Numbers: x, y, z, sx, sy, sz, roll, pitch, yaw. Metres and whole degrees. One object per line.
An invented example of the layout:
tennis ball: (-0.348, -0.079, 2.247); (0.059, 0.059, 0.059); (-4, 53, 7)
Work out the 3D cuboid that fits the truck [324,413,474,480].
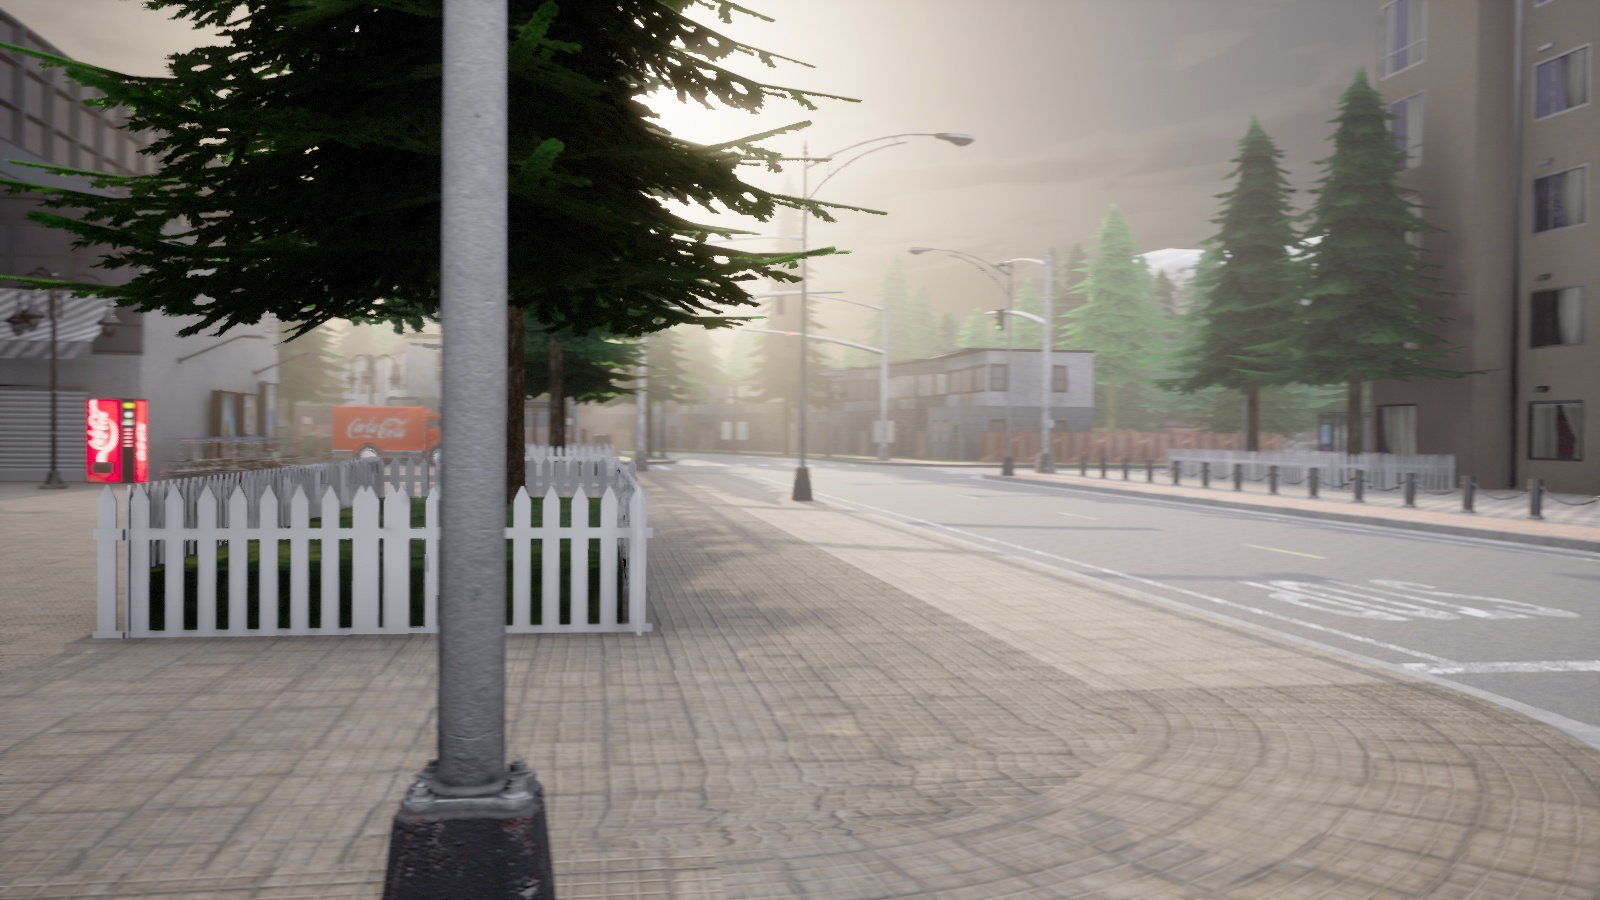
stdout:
truck: (-15.547, -0.170, 49.024); (5.204, 2.467, 2.627); (-1, 1, -8)
